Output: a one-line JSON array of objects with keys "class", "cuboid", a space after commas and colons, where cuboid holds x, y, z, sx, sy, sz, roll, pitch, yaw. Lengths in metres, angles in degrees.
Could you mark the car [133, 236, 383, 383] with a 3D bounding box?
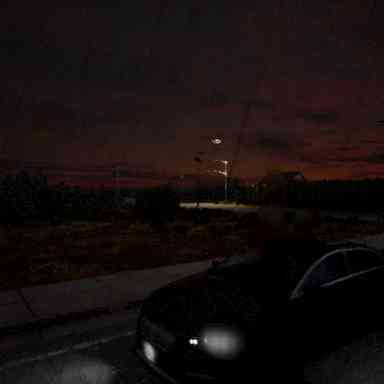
[{"class": "car", "cuboid": [1.535, 1.492, 5.078, 4.902, 1.511, 2.128, 0, 0, -35]}]
